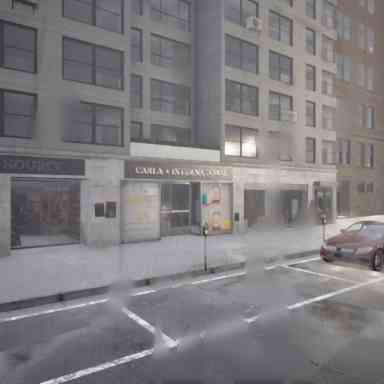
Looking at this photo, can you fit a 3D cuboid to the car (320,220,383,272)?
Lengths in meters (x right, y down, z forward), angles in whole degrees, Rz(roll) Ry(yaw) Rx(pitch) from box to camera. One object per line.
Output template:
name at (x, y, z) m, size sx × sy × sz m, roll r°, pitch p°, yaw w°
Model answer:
car at (5.907, 1.582, 10.778) m, size 4.206 × 1.307 × 1.802 m, roll 0°, pitch 0°, yaw -36°
